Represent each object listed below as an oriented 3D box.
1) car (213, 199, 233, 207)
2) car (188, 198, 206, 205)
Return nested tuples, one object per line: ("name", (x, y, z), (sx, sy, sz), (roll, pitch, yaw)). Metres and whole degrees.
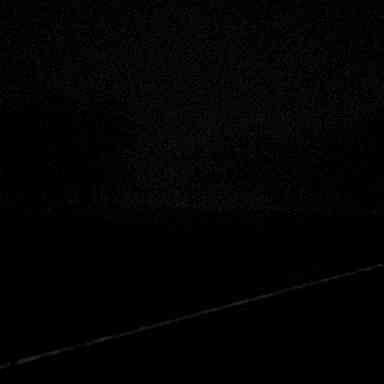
("car", (5.996, 2.091, 64.957), (1.812, 1.442, 4.674), (2, -2, -34))
("car", (0.985, 2.064, 72.190), (1.882, 1.535, 5.008), (2, -2, -34))
